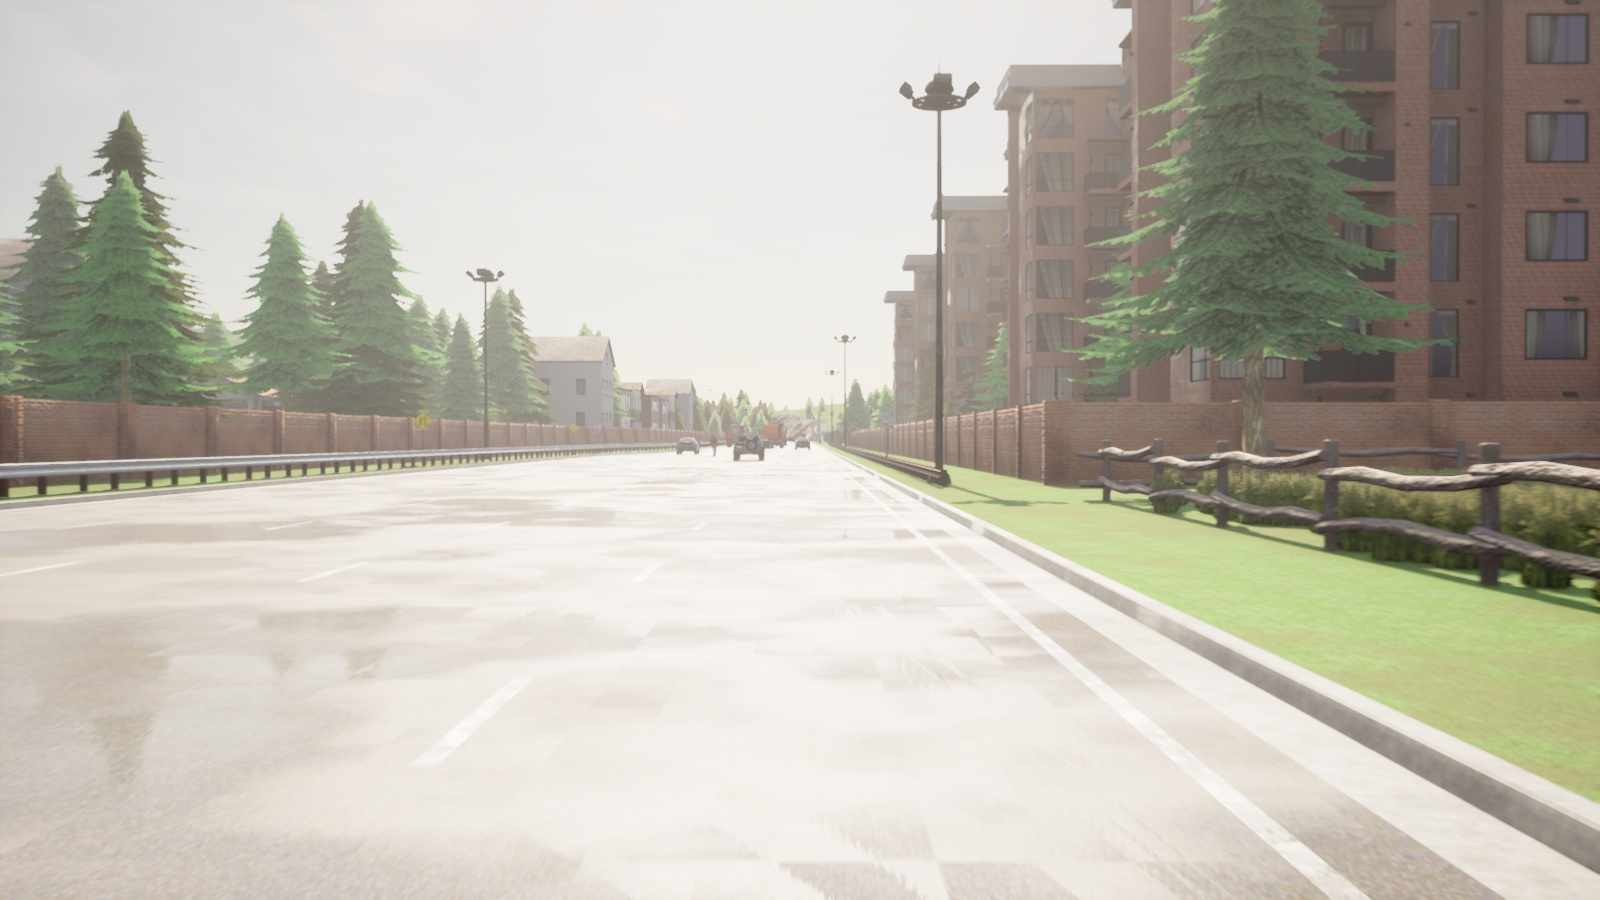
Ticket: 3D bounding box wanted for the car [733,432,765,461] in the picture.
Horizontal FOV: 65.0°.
[{"bbox_3d":[-3.298,-0.264,82.256,1.932,1.855,4.605,0,1,0],"label":"car"}]
